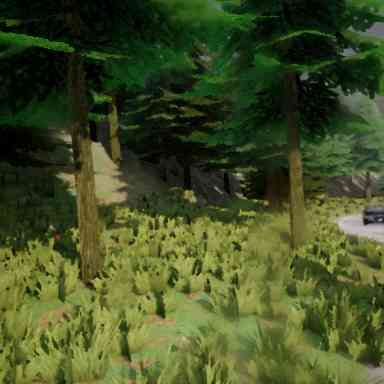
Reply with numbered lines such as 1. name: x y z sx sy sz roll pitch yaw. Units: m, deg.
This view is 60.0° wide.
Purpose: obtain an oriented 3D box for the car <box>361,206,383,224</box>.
1. car: 13.624 1.729 24.503 1.994 1.385 4.181 -3 -1 24
